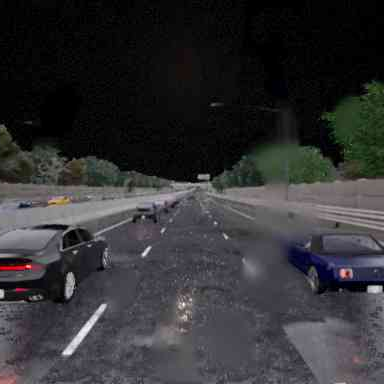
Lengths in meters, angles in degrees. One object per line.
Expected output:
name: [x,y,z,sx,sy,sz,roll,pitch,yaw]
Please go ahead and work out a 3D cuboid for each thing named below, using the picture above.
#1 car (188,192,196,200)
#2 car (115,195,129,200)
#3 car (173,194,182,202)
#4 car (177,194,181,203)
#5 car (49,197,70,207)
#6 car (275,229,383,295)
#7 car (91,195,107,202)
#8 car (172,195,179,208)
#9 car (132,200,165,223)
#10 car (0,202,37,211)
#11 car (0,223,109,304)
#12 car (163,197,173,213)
car: [-0.015,1.386,89.954,1.837,1.490,4.892,0,0,0]
car: [-14.013,1.381,66.469,2.097,1.767,4.553,0,0,0]
car: [-3.513,1.387,81.342,2.097,1.767,4.553,0,0,0]
car: [-3.510,1.571,59.401,2.163,1.488,4.792,0,0,0]
car: [-21.052,1.550,52.966,1.882,1.535,5.008,0,0,1]
car: [3.599,1.631,8.752,1.895,1.301,4.718,0,0,0]
car: [-17.516,1.430,62.939,2.097,1.767,4.553,0,0,0]
car: [-3.508,1.580,48.400,2.163,1.488,4.792,0,0,0]
car: [-3.504,1.576,26.369,1.837,1.490,4.892,0,0,0]
car: [-14.093,1.550,26.285,1.882,1.535,5.008,0,0,0]
car: [-3.402,1.532,8.179,1.837,1.490,4.892,0,0,0]
car: [-3.506,1.607,37.370,1.812,1.442,4.674,0,0,0]
